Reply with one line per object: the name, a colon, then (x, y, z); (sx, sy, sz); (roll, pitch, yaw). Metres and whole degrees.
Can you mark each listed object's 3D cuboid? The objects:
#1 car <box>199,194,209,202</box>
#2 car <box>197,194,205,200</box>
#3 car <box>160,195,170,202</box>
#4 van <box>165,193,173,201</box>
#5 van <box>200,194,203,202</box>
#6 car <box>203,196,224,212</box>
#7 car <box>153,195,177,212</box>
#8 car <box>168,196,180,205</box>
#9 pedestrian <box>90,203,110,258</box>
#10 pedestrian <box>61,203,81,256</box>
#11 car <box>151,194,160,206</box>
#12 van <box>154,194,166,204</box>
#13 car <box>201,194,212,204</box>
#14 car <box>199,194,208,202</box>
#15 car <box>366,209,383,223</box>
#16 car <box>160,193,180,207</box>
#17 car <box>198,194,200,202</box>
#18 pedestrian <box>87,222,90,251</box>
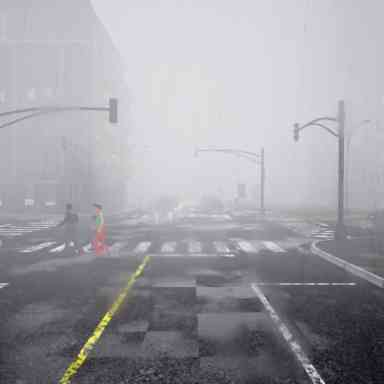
car: (2.564, 1.363, 71.969); (1.967, 1.590, 4.097); (-1, 0, 0)
car: (2.576, 1.311, 94.553); (1.967, 1.590, 4.097); (-1, 0, 0)
car: (-5.782, 1.467, 71.927); (1.887, 1.381, 4.507); (-1, 0, 0)
van: (-5.797, 1.239, 83.221); (1.690, 1.788, 3.998); (-1, 0, 0)
van: (2.582, 1.293, 55.032); (1.690, 1.788, 3.998); (-1, 0, 0)
car: (2.603, 1.519, 38.095); (1.887, 1.381, 4.507); (-1, 0, 0)
car: (-3.140, 1.450, 39.316); (1.882, 1.535, 5.008); (0, 0, 0)
car: (-3.144, 1.510, 58.595); (1.994, 1.385, 4.181); (0, 0, 0)
pedestrian: (-3.108, 1.291, 11.227); (0.375, 1.860, 0.375); (-1, 1, 0)
pedestrian: (-4.302, 1.290, 11.831); (0.375, 1.860, 0.375); (-1, 1, 0)
car: (-5.763, 1.518, 54.990); (1.947, 1.339, 4.313); (-1, 0, 0)
van: (-5.772, 1.284, 60.635); (1.690, 1.788, 3.998); (-1, 0, 0)
car: (2.596, 1.407, 43.740); (1.967, 1.590, 4.097); (-1, 0, 0)
car: (2.564, 1.351, 77.615); (1.967, 1.590, 4.097); (-1, 0, 0)
car: (14.824, 1.605, 23.737); (4.181, 1.385, 1.994); (0, 1, 1)
car: (-3.145, 1.313, 48.630); (2.097, 1.767, 4.553); (0, 0, 0)
car: (2.578, 1.488, 60.678); (1.887, 1.381, 4.507); (-1, 0, 0)
pedestrian: (-3.583, 1.290, 12.424); (0.375, 1.860, 0.375); (-1, 1, 0)
